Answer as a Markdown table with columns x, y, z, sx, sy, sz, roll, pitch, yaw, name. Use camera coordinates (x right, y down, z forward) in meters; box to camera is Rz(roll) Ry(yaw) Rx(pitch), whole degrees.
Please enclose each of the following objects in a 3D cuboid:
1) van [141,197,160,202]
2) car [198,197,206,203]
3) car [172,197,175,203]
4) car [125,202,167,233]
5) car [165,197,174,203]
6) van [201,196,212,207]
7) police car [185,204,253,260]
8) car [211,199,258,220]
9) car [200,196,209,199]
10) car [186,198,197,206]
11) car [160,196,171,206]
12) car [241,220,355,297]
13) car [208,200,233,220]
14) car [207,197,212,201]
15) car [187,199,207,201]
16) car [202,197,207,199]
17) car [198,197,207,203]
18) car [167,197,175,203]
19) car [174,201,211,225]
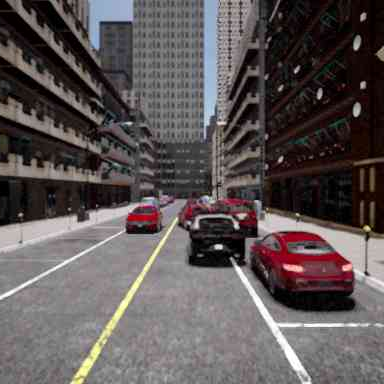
| x | y | z | sx | sy | sz | roll | pitch | yaw | name |
| --- | --- | --- | --- | --- | --- | --- | --- | --- | --- |
| -5.335 | 1.572 | 41.730 | 1.690 | 1.788 | 3.998 | -1 | 0 | 0 | van |
| 2.537 | 1.992 | 86.312 | 1.752 | 1.417 | 4.829 | -1 | 0 | 0 | car |
| -5.343 | 1.723 | 75.024 | 2.192 | 1.841 | 5.009 | -1 | 0 | 0 | car |
| -2.854 | 1.593 | 20.731 | 1.882 | 1.535 | 5.008 | 0 | 0 | 0 | car |
| -5.342 | 2.003 | 80.572 | 1.947 | 1.339 | 4.313 | -1 | 0 | 0 | car |
| 2.541 | 1.661 | 58.398 | 1.690 | 1.788 | 3.998 | -1 | 0 | 0 | van |
| 0.823 | 1.497 | 12.809 | 1.930 | 1.638 | 5.238 | 0 | 0 | 0 | police car |
| 2.549 | 1.424 | 19.556 | 2.192 | 1.841 | 5.009 | -1 | 0 | 0 | car |
| 2.545 | 1.701 | 47.300 | 1.967 | 1.590 | 4.097 | -1 | 0 | 0 | car |
| -0.014 | 1.905 | 62.384 | 1.994 | 1.385 | 4.181 | 0 | 0 | 0 | car |
| -5.338 | 1.761 | 58.377 | 1.967 | 1.590 | 4.097 | -1 | 0 | 0 | car |
| 2.555 | 1.630 | 8.456 | 1.802 | 1.307 | 4.206 | -1 | 0 | 0 | car |
| 2.548 | 1.610 | 30.653 | 1.967 | 1.590 | 4.097 | -1 | 0 | 0 | car |
| 2.548 | 1.455 | 25.105 | 2.192 | 1.841 | 5.009 | -1 | 0 | 0 | car |
| 0.271 | 1.664 | 28.575 | 1.837 | 1.490 | 4.892 | 0 | 0 | 15 | car |
| 2.547 | 1.757 | 41.920 | 1.752 | 1.417 | 4.829 | -1 | 0 | 0 | car |
| 2.538 | 1.981 | 80.593 | 1.887 | 1.381 | 4.507 | -1 | 0 | 0 | car |
| -5.343 | 2.011 | 86.121 | 1.887 | 1.381 | 4.507 | -1 | 0 | 0 | car |
| 0.220 | 1.603 | 22.497 | 1.882 | 1.535 | 5.008 | 0 | 0 | -11 | car |
